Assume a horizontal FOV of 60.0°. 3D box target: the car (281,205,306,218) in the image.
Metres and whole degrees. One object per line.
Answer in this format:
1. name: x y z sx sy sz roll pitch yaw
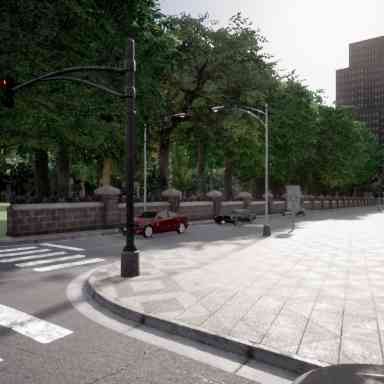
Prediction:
1. car: 12.648 2.370 41.224 2.128 1.511 4.902 0 -1 36

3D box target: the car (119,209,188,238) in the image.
1. car: -2.213 1.820 20.276 1.882 1.535 5.008 0 -1 35

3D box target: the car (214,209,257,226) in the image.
1. car: 3.787 2.157 28.749 1.895 1.301 4.718 0 -1 35

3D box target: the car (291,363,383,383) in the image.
1. car: 2.389 1.551 1.258 4.403 1.369 2.008 0 0 36
